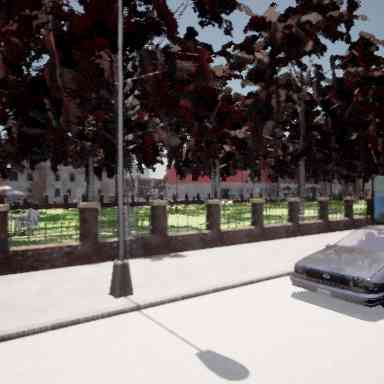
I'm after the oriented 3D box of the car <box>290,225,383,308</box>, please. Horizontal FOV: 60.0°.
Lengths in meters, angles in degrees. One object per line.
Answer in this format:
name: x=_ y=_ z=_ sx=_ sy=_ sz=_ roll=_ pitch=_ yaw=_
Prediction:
car: x=4.698 y=1.518 z=7.862 sx=5.357 sy=1.411 sz=2.033 roll=0 pitch=0 yaw=-35
